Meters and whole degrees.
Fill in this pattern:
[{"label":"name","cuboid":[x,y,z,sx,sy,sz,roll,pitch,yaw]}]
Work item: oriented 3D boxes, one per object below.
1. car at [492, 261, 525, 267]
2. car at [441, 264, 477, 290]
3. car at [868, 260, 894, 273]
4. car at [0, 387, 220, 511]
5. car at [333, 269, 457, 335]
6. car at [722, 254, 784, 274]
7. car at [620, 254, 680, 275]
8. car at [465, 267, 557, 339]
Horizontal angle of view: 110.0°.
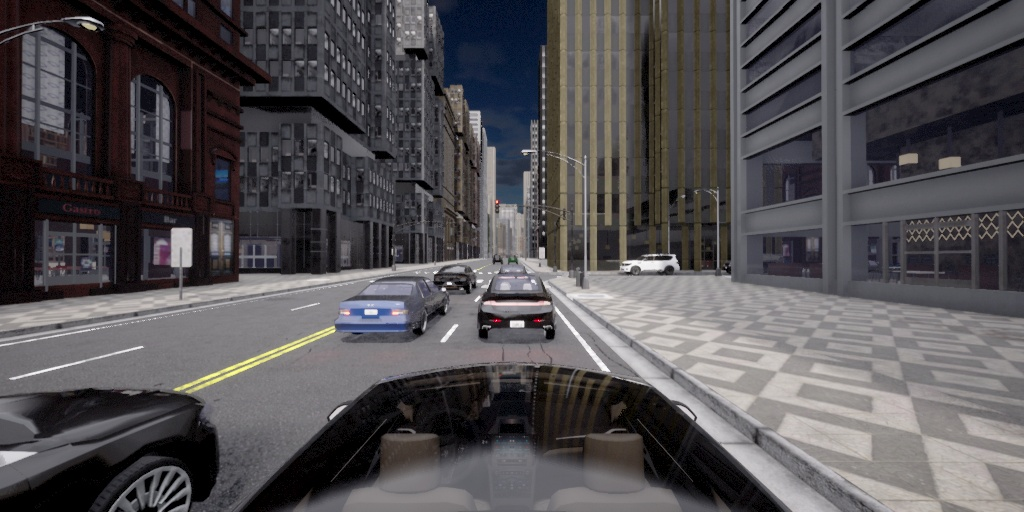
[{"label":"car","cuboid":[0.044,1.222,19.489,2.128,1.511,4.902,0,0,0]},{"label":"car","cuboid":[-3.102,1.207,20.248,1.882,1.535,5.008,0,0,0]},{"label":"car","cuboid":[34.780,1.093,35.802,5.357,1.411,2.033,0,0,0]},{"label":"car","cuboid":[-3.149,1.242,0.736,2.128,1.511,4.902,0,0,0]},{"label":"car","cuboid":[-3.129,1.291,10.479,2.033,1.411,5.357,0,0,0]},{"label":"car","cuboid":[24.162,0.809,35.815,5.566,2.045,2.150,0,0,0]},{"label":"car","cuboid":[13.735,0.853,35.815,5.566,2.045,2.150,0,0,0]},{"label":"car","cuboid":[0.119,1.236,10.059,2.128,1.511,4.902,0,0,0]}]
